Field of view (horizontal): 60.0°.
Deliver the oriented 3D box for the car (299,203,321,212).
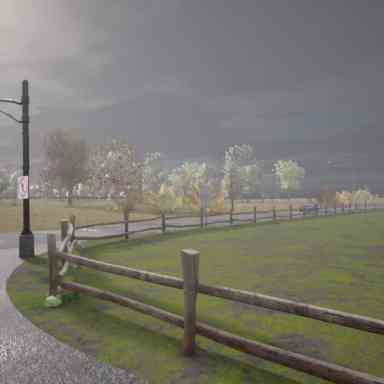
[{"bbox_3d":[18.823,2.449,53.022,2.033,1.411,5.357,-1,-2,40],"label":"car"}]
